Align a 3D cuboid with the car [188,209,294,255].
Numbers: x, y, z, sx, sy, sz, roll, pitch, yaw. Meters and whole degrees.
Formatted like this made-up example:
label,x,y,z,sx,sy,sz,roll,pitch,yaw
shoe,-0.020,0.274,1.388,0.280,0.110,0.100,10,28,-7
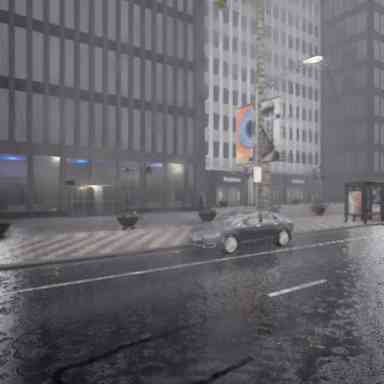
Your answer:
label,x,y,z,sx,sy,sz,roll,pitch,yaw
car,2.088,1.474,13.446,4.892,1.521,2.231,0,0,-35
